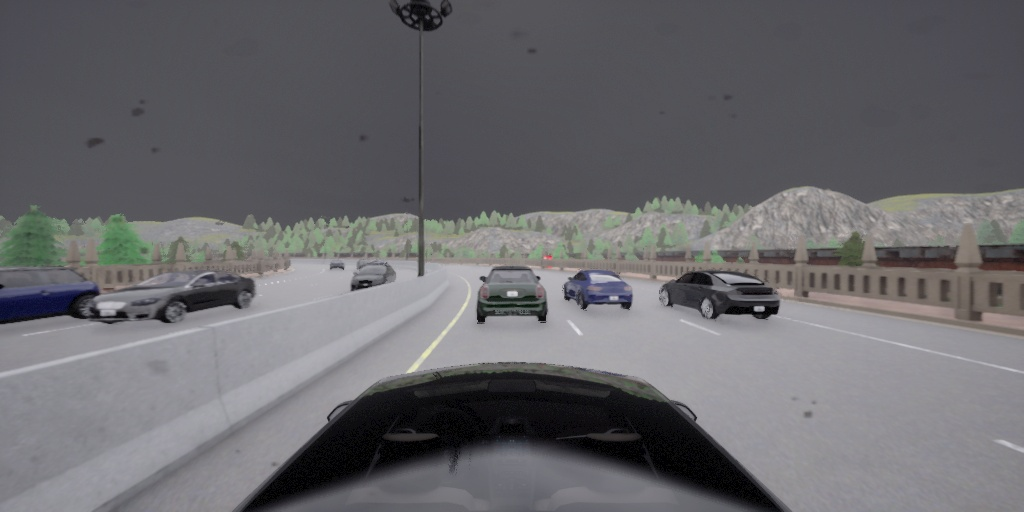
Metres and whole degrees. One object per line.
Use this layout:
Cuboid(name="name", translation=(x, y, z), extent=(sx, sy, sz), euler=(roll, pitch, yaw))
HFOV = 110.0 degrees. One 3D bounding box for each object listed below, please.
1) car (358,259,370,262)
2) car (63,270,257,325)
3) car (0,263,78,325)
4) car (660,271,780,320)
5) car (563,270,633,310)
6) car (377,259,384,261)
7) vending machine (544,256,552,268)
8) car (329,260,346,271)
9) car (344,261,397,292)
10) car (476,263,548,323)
Cuboid(name="car", translation=(-20.971, 1.221, 51.017), extent=(1.837, 1.490, 4.892), euler=(0, 0, -28))
Cuboid(name="car", translation=(-10.775, 1.235, 11.923), extent=(2.128, 1.511, 4.902), euler=(0, 0, -2))
Cuboid(name="car", translation=(-14.215, 1.097, 9.604), extent=(2.097, 1.767, 4.553), euler=(0, 0, -2))
Cuboid(name="car", translation=(6.935, 1.247, 12.587), extent=(1.837, 1.490, 4.892), euler=(0, 0, -2))
Cuboid(name="car", translation=(3.334, 1.267, 14.501), extent=(1.812, 1.442, 4.674), euler=(0, 0, -3))
Cuboid(name="car", translation=(-21.740, 1.259, 59.553), extent=(2.033, 1.411, 5.357), euler=(0, 0, -31))
Cuboid(name="vending machine", translation=(5.520, 0.907, 54.801), extent=(1.100, 2.100, 0.880), euler=(0, 0, -23))
Cuboid(name="car", translation=(-24.437, 1.265, 50.174), extent=(2.033, 1.411, 5.357), euler=(0, 0, -27))
Cuboid(name="car", translation=(-8.008, 1.242, 21.156), extent=(1.837, 1.490, 4.892), euler=(0, 0, -8))
Cuboid(name="car", translation=(-0.058, 1.095, 12.331), extent=(2.097, 1.767, 4.553), euler=(0, 0, -2))
